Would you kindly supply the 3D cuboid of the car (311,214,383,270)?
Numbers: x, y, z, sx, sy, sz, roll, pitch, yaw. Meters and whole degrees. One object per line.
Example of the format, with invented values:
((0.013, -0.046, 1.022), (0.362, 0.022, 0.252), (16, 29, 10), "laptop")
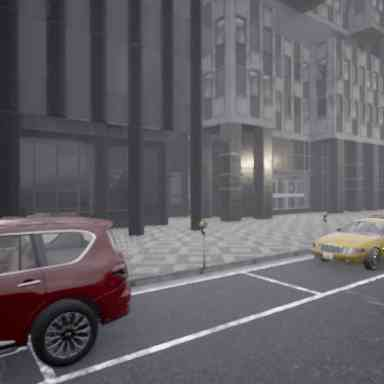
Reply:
((5.792, 1.432, 10.653), (4.829, 1.417, 1.752), (-1, 1, -34), "car")

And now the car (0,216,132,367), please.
((-3.224, 1.317, 4.231), (5.009, 1.841, 2.192), (-1, 0, -35), "car")
